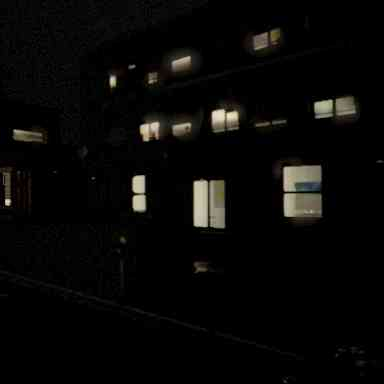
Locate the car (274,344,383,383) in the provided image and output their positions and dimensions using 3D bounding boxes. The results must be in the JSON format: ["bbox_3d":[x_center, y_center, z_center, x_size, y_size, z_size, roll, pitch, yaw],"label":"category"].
[{"bbox_3d":[2.124,1.440,1.373,4.097,1.590,1.967,0,-1,35],"label":"car"}]
